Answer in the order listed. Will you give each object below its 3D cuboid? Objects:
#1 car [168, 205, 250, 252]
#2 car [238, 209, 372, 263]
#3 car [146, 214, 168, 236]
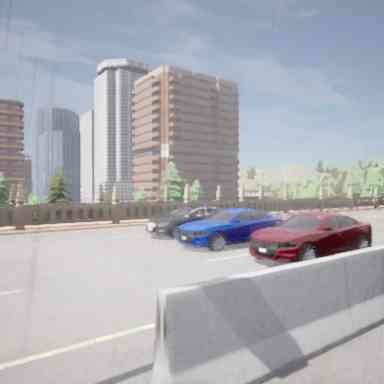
[{"bbox_3d":[1.738,1.430,13.824,5.008,1.535,1.882,0,0,-35],"label":"car"},{"bbox_3d":[4.110,1.429,11.216,5.008,1.535,1.882,0,0,-35],"label":"car"},{"bbox_3d":[0.054,1.443,16.920,4.902,1.511,2.128,0,0,-35],"label":"car"}]
